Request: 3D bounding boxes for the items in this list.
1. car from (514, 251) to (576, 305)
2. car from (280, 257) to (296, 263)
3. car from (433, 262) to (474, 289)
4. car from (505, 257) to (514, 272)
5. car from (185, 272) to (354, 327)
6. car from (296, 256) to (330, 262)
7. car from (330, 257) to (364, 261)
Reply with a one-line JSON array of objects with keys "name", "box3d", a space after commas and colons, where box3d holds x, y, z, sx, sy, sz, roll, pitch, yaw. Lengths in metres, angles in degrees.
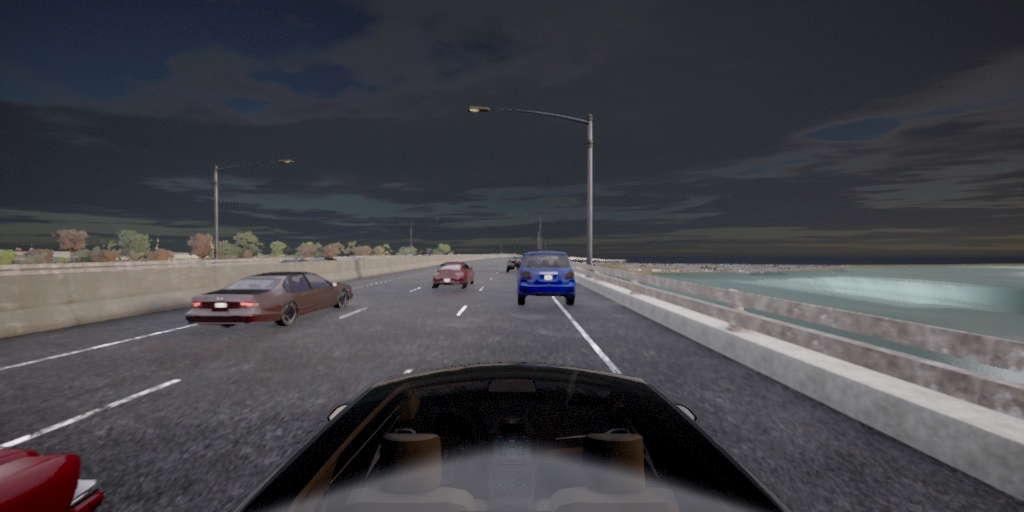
[{"name": "car", "box3d": [1.283, 0.809, 15.143, 2.150, 2.045, 5.566, 0, 1, 0]}, {"name": "car", "box3d": [-24.125, 0.852, 40.135, 1.994, 1.385, 4.181, 0, 1, 2]}, {"name": "car", "box3d": [-3.282, 1.045, 20.576, 1.812, 1.442, 4.674, 0, 1, 1]}, {"name": "car", "box3d": [0.403, 0.840, 36.416, 1.837, 1.490, 4.892, 0, 1, 2]}, {"name": "car", "box3d": [-6.870, 1.181, 10.985, 2.033, 1.411, 5.357, 0, 1, 0]}, {"name": "car", "box3d": [-20.664, 0.809, 38.709, 1.837, 1.490, 4.892, 0, 1, 1]}, {"name": "car", "box3d": [-17.164, 0.849, 39.038, 2.033, 1.411, 5.357, 0, 1, 1]}]
